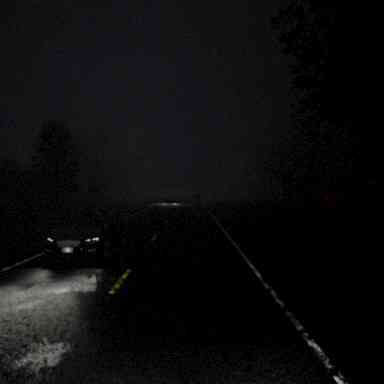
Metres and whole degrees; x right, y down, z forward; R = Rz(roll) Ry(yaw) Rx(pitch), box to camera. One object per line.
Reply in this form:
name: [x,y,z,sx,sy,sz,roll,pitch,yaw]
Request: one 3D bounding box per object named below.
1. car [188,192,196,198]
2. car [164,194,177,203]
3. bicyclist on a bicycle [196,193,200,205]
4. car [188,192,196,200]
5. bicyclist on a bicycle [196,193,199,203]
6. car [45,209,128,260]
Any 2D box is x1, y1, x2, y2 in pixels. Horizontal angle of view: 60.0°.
car: [0.004,0.745,84.091,1.994,1.385,4.181,0,0,0]
car: [-3.554,1.055,54.730,1.882,1.535,5.008,0,0,0]
bicyclist on a bicycle: [0.965,1.076,49.075,0.582,1.620,1.656,0,0,0]
car: [0.003,0.968,73.264,2.033,1.411,5.357,0,0,0]
bicyclist on a bicycle: [0.965,1.003,58.227,0.582,1.620,1.656,0,0,0]
car: [-3.600,1.400,12.067,2.128,1.511,4.902,0,0,0]
